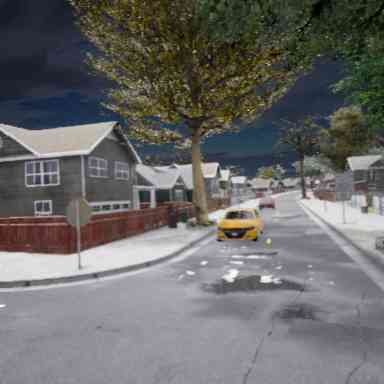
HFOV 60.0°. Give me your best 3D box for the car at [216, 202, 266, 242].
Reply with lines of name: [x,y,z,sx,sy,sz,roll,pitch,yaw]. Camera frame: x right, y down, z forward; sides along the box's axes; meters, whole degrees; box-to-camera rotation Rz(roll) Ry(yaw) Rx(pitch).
car: [2.502,1.546,16.876,1.882,1.535,5.008,-3,0,16]

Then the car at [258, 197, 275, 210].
car: [9.370,1.365,41.612,1.882,1.535,5.008,-3,0,16]
